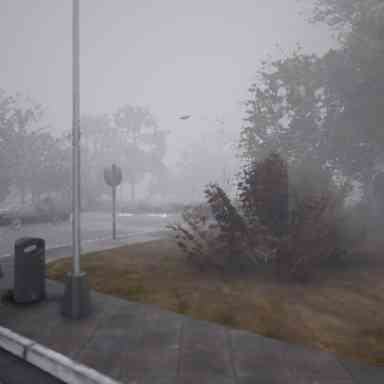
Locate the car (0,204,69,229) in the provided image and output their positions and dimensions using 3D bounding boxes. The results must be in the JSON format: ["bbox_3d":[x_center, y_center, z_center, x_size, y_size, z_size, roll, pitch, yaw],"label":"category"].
[{"bbox_3d":[-10.926,1.681,22.641,1.895,1.301,4.718,0,0,32],"label":"car"}]

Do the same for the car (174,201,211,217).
[{"bbox_3d":[1.000,1.551,28.213,2.128,1.511,4.902,0,0,32],"label":"car"}]

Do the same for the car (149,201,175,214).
[{"bbox_3d":[-2.335,1.647,36.212,1.994,1.385,4.181,0,0,32],"label":"car"}]

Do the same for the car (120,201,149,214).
[{"bbox_3d":[-5.992,1.659,36.981,1.994,1.385,4.181,0,0,32],"label":"car"}]
